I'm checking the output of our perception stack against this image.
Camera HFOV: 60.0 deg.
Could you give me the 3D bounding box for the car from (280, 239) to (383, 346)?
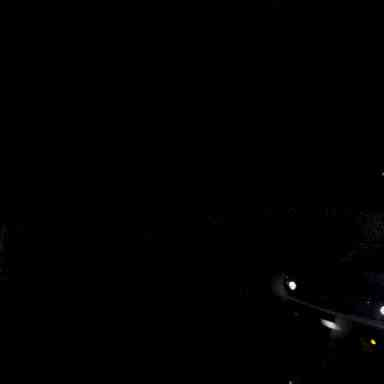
[{"bbox_3d":[3.799,1.612,6.099,4.718,1.301,1.895,0,0,-36],"label":"car"}]
